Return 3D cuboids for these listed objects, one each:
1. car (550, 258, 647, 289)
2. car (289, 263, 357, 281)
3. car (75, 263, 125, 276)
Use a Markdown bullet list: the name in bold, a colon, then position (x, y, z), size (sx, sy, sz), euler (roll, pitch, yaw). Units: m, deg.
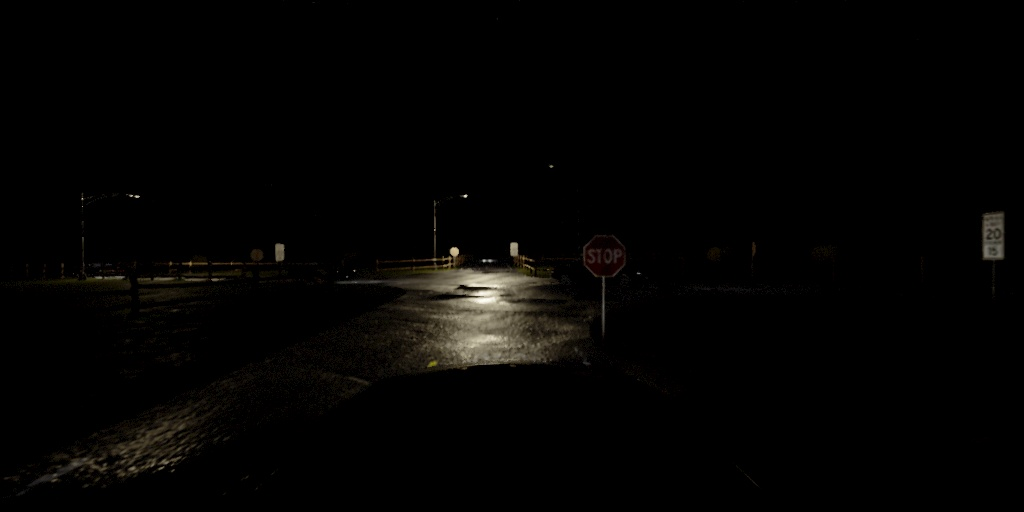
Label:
- **car**: position (4.468, 0.858, 18.893), size (4.902, 1.511, 2.128), euler (0, 0, 21)
- **car**: position (-13.561, 1.149, 25.770), size (4.718, 1.301, 1.895), euler (-1, 0, 21)
- **car**: position (-42.240, 1.398, 36.705), size (5.357, 1.411, 2.033), euler (-1, 0, 21)
